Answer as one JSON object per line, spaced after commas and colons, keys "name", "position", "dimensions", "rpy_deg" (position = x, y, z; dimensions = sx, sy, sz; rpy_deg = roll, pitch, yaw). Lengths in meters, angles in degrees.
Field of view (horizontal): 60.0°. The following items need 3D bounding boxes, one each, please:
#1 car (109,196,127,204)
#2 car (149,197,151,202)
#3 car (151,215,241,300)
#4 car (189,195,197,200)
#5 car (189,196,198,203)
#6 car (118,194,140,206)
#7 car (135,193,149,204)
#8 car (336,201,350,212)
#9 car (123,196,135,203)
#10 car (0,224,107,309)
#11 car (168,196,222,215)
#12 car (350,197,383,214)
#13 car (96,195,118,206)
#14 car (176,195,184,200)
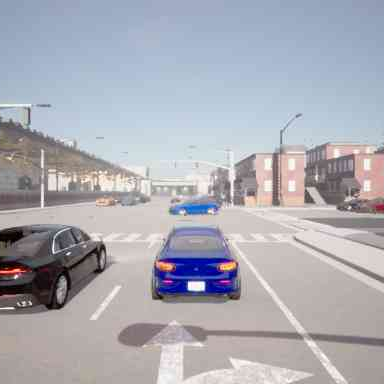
{"name": "car", "position": [-13.907, 1.489, 62.732], "dimensions": [2.128, 1.511, 4.902], "rpy_deg": [0, 0, 1]}
{"name": "car", "position": [-10.330, 1.552, 75.119], "dimensions": [1.994, 1.385, 4.181], "rpy_deg": [0, 0, 0]}
{"name": "car", "position": [0.096, 1.526, 8.286], "dimensions": [1.812, 1.442, 4.674], "rpy_deg": [0, 0, 0]}
{"name": "car", "position": [0.208, 1.540, 91.697], "dimensions": [2.033, 1.411, 5.357], "rpy_deg": [0, 0, 0]}
{"name": "car", "position": [0.256, 1.601, 68.928], "dimensions": [1.895, 1.301, 4.718], "rpy_deg": [0, 0, 0]}
{"name": "car", "position": [-10.450, 1.547, 55.389], "dimensions": [2.033, 1.411, 5.357], "rpy_deg": [0, 0, 0]}
{"name": "car", "position": [-10.382, 1.222, 65.252], "dimensions": [2.150, 2.045, 5.566], "rpy_deg": [0, 0, 0]}
{"name": "car", "position": [19.078, 1.506, 38.078], "dimensions": [4.892, 1.490, 1.837], "rpy_deg": [0, 0, 0]}
{"name": "car", "position": [-13.835, 1.524, 72.947], "dimensions": [1.812, 1.442, 4.674], "rpy_deg": [0, 0, 0]}
{"name": "car", "position": [-3.411, 1.505, 7.831], "dimensions": [1.837, 1.490, 4.892], "rpy_deg": [0, 0, 0]}
{"name": "car", "position": [0.139, 1.477, 32.410], "dimensions": [5.008, 1.535, 1.882], "rpy_deg": [0, -1, -23]}
{"name": "car", "position": [19.459, 1.352, 34.574], "dimensions": [4.553, 1.767, 2.097], "rpy_deg": [0, 0, 0]}
{"name": "car", "position": [-13.956, 1.352, 53.684], "dimensions": [2.097, 1.767, 4.553], "rpy_deg": [0, 0, 0]}
{"name": "car", "position": [-3.291, 1.524, 92.199], "dimensions": [1.812, 1.442, 4.674], "rpy_deg": [0, 0, 0]}
